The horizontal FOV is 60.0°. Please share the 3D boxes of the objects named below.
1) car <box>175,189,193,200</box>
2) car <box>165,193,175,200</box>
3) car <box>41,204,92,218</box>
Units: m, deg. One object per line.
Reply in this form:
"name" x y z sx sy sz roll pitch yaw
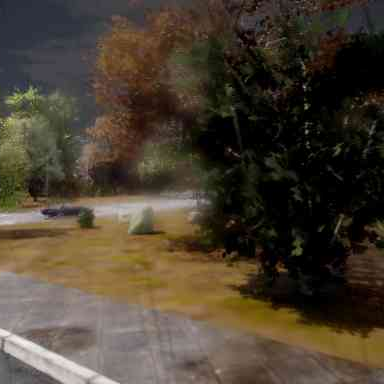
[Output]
"car" 0.135 0.377 59.959 2.150 2.045 5.566 -1 2 39
"car" -2.558 0.745 62.189 2.033 1.411 5.357 -1 2 39
"car" -12.376 1.845 33.252 1.895 1.301 4.718 -1 1 39
